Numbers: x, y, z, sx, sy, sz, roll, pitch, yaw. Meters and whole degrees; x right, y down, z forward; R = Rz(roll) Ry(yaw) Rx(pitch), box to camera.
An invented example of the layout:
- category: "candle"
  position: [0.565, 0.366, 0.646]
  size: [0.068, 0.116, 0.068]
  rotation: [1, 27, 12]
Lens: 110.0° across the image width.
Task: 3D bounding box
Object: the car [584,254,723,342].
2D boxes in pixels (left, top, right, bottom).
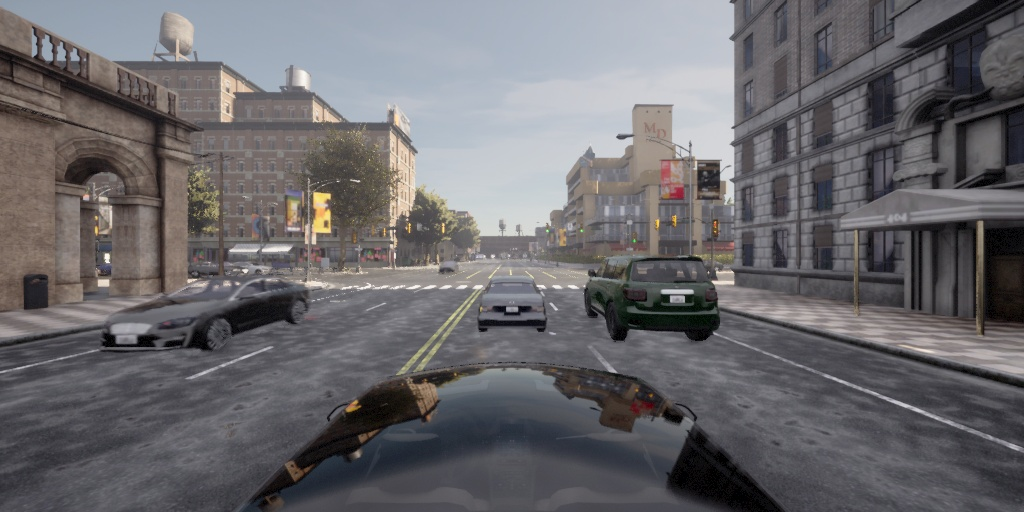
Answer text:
- category: "car"
  position: [3.467, 0.972, 9.971]
  size: [2.150, 2.045, 5.566]
  rotation: [0, 0, 2]

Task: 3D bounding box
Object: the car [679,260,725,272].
- category: "car"
  position: [23.692, 1.259, 44.808]
  size: [4.892, 1.490, 1.837]
  rotation: [0, 0, 0]

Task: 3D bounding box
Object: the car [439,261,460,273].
- category: "car"
  position: [-7.401, 1.283, 42.773]
  size: [2.033, 1.411, 5.357]
  rotation: [0, 0, -1]

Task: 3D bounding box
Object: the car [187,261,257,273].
- category: "car"
  position: [-26.865, 1.245, 32.875]
  size: [4.902, 1.511, 2.128]
  rotation: [0, 0, 0]

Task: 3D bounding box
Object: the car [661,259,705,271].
- category: "car"
  position: [23.007, 1.233, 48.307]
  size: [5.008, 1.535, 1.882]
  rotation: [0, 0, 0]

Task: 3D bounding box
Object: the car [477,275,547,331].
- category: "car"
  position: [-0.003, 1.299, 10.957]
  size: [2.033, 1.411, 5.357]
  rotation: [0, 0, 0]

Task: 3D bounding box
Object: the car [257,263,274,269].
- category: "car"
  position: [-26.684, 1.279, 36.376]
  size: [4.674, 1.442, 1.812]
  rotation: [0, 0, 0]

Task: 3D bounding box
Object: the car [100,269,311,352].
- category: "car"
  position: [-7.053, 1.255, 8.993]
  size: [2.128, 1.511, 4.902]
  rotation: [0, 0, -1]

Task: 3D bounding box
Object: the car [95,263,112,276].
- category: "car"
  position: [-39.041, 1.280, 36.320]
  size: [4.674, 1.442, 1.812]
  rotation: [0, 0, 0]
